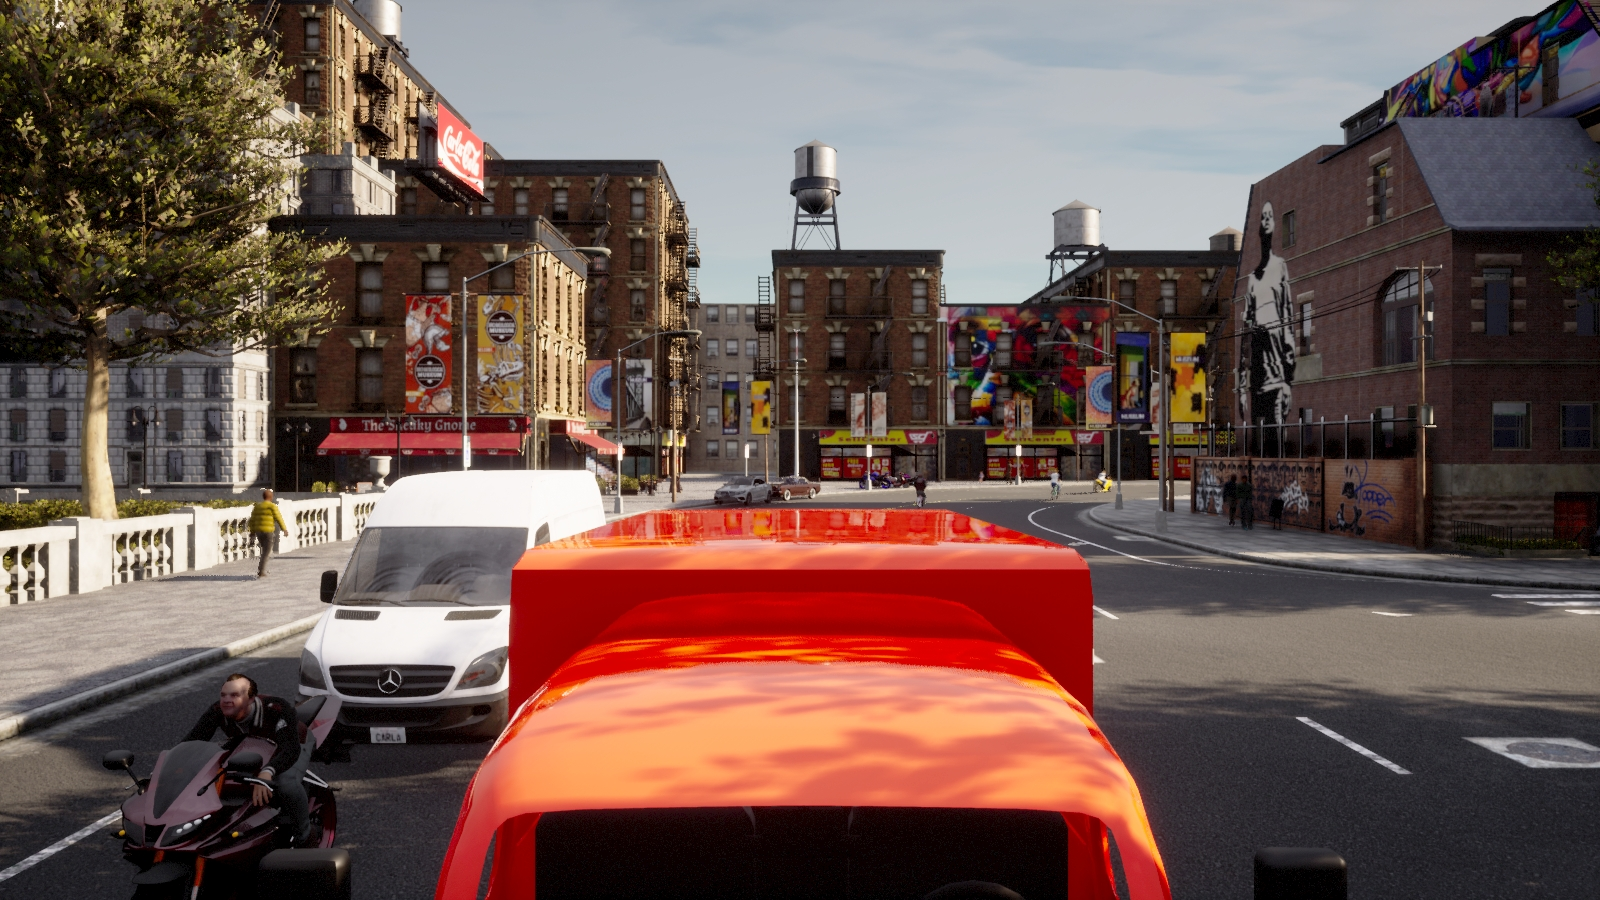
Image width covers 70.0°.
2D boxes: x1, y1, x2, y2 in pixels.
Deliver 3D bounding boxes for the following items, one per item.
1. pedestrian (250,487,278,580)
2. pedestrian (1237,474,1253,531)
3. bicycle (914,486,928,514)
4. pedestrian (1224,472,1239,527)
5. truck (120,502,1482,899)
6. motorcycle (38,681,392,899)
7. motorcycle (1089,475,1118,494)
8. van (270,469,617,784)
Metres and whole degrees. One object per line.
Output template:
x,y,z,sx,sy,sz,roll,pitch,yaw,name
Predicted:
-10.992,1.706,23.454,0.375,1.860,0.375,0,0,8,pedestrian
14.589,1.711,37.431,0.375,1.860,0.375,0,0,-1,pedestrian
5.473,2.230,51.582,0.329,1.171,1.835,1,0,15,bicycle
14.942,1.712,39.539,0.375,1.860,0.375,0,0,-2,pedestrian
-0.002,1.571,4.805,2.627,2.467,5.204,0,0,0,truck
-3.264,2.208,6.698,0.867,1.251,2.209,0,0,3,motorcycle
19.710,2.241,74.220,2.033,1.145,0.803,0,1,-40,motorcycle
-3.487,1.540,12.614,1.988,2.561,5.915,0,0,0,van
